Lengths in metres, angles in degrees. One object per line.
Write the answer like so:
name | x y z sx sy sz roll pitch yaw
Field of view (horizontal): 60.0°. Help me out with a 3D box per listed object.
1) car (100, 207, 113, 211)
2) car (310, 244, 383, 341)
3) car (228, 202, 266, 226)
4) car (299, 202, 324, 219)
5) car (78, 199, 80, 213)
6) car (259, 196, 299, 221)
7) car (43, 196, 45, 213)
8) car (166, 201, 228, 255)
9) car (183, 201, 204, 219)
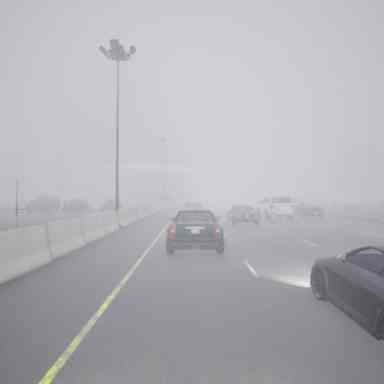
car | -10.519 1.661 43.822 2.097 1.767 4.553 0 -1 0
car | 3.605 1.585 5.727 1.994 1.385 4.181 0 0 0
car | 3.631 1.639 24.336 2.033 1.411 5.357 0 0 0
car | 10.624 1.665 30.693 1.812 1.442 4.674 0 -1 0
car | -14.034 1.608 40.665 2.097 1.767 4.553 0 -1 0
car | 7.137 1.343 28.814 2.150 2.045 5.566 0 0 0
car | -17.542 1.458 39.608 2.150 2.045 5.566 0 0 0
car | 0.117 1.400 13.696 2.097 1.767 4.553 0 0 0
car | 0.139 1.620 31.255 1.882 1.535 5.008 0 -1 0
